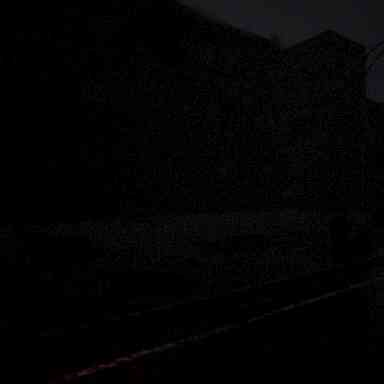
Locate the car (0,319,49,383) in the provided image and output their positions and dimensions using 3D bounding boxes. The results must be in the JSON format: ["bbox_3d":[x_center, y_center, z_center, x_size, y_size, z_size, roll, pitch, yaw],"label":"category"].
[{"bbox_3d":[-3.143,1.478,1.136,5.008,1.535,1.882,0,0,-36],"label":"car"}]
